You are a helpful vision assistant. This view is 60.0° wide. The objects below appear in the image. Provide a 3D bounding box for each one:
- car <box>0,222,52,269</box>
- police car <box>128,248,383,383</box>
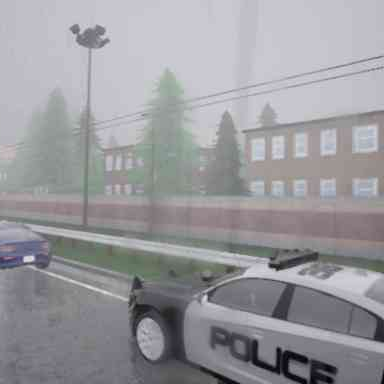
[{"bbox_3d":[-6.273,1.706,10.831,4.674,1.442,1.812,0,-2,41],"label":"car"},{"bbox_3d":[1.155,1.581,4.302,5.238,1.638,1.930,0,-2,41],"label":"police car"}]
